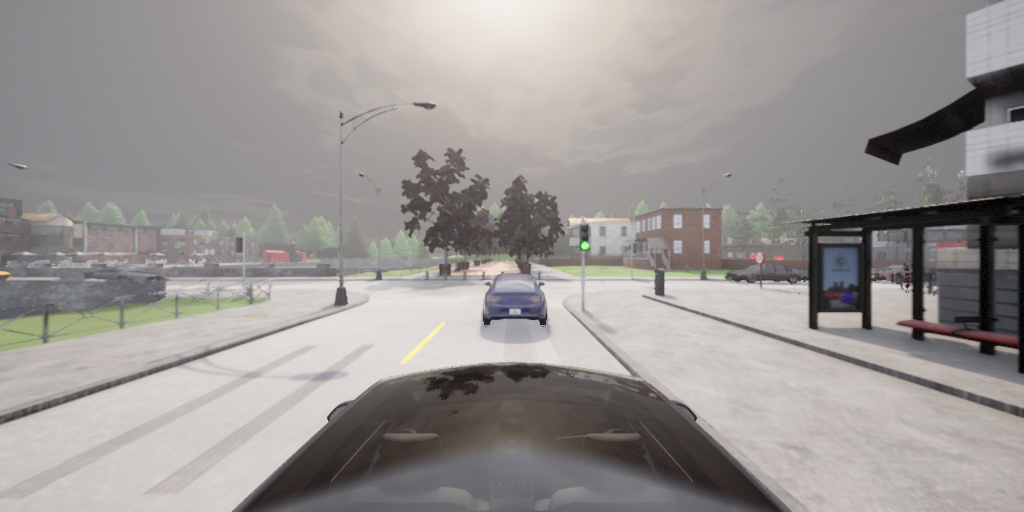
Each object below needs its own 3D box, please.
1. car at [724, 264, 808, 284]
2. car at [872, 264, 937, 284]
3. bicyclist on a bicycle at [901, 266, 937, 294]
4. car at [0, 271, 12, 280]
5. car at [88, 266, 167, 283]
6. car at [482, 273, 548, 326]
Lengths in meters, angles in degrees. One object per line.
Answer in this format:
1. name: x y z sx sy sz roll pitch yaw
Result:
1. car: 18.799 1.274 26.535 5.357 1.411 2.033 0 0 0
2. car: 28.746 1.291 26.535 4.181 1.385 1.994 0 0 0
3. bicyclist on a bicycle: 20.578 1.084 18.138 0.582 1.620 1.656 0 0 0
4. car: -34.471 1.206 22.320 5.008 1.535 1.882 0 0 0
5. car: -24.219 1.292 22.319 4.181 1.385 1.994 0 0 0
6. car: 0.089 1.266 11.526 1.812 1.442 4.674 0 0 0
